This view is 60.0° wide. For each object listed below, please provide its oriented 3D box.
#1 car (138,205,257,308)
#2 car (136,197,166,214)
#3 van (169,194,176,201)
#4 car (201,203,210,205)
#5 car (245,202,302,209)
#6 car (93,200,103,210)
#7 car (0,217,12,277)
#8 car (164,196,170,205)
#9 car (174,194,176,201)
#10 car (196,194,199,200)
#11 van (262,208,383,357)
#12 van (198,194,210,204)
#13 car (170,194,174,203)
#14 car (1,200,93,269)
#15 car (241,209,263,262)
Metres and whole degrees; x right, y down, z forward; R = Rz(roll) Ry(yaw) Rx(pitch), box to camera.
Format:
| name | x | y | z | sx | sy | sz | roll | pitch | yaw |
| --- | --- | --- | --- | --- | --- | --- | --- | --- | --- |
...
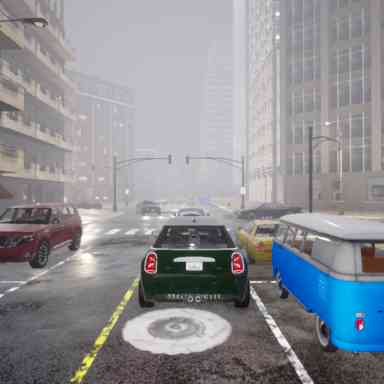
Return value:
| name | x | y | z | sx | sy | sz | roll | pitch | yaw |
| --- | --- | --- | --- | --- | --- | --- | --- | --- | --- |
| car | 0.050 | 1.355 | 8.098 | 2.097 | 1.767 | 4.553 | 0 | 0 | 0 |
| car | -4.364 | 1.537 | 33.274 | 1.837 | 1.490 | 4.892 | 0 | 0 | -19 |
| van | -5.474 | 1.541 | 93.709 | 1.690 | 1.788 | 3.998 | 0 | 0 | 0 |
| car | -0.030 | 1.536 | 17.141 | 1.812 | 1.442 | 4.674 | 0 | 0 | 0 |
| car | 5.924 | 1.490 | 25.821 | 5.357 | 1.411 | 2.033 | -1 | 0 | -7 |
| car | -13.823 | 1.710 | 44.683 | 4.181 | 1.385 | 1.994 | -1 | -1 | 40 |
| car | -5.320 | 1.442 | 5.858 | 1.967 | 1.590 | 4.097 | 0 | 0 | 0 |
| car | -5.416 | 1.612 | 60.225 | 1.752 | 1.417 | 4.829 | 0 | 0 | 0 |
| car | -5.446 | 1.705 | 77.053 | 1.947 | 1.339 | 4.313 | 0 | 0 | 0 |
| car | 2.424 | 1.703 | 82.618 | 1.887 | 1.381 | 4.507 | 0 | 0 | 0 |
| van | 2.561 | 1.343 | 5.878 | 1.690 | 1.788 | 3.998 | 0 | 0 | 0 |
| van | 2.464 | 1.428 | 60.409 | 1.690 | 1.788 | 3.998 | 0 | 0 | 0 |
| car | -5.436 | 1.560 | 71.501 | 1.967 | 1.590 | 4.097 | 0 | 0 | 0 |
| car | -5.329 | 1.320 | 11.394 | 2.192 | 1.841 | 5.009 | 0 | 0 | 0 |
| car | 2.549 | 1.531 | 11.584 | 1.752 | 1.417 | 4.829 | 0 | 0 | 0 |
